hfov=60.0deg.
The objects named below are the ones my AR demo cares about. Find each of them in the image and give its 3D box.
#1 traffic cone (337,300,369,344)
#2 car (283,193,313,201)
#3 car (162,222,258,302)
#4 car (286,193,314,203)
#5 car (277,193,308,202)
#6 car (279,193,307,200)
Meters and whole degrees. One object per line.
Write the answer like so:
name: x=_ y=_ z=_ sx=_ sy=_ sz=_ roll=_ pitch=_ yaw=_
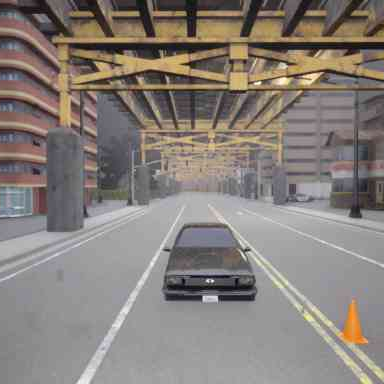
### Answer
traffic cone: x=2.455 y=1.949 z=5.076 sx=0.340 sy=0.580 sz=0.340 roll=0 pitch=0 yaw=0
car: x=17.529 y=0.849 z=54.808 sx=4.536 sy=1.218 sz=1.853 roll=0 pitch=1 yaw=-20
car: x=0.364 y=1.534 z=8.684 sx=2.033 sy=1.411 sz=5.357 roll=0 pitch=0 yaw=1
car: x=17.480 y=1.007 z=54.792 sx=4.974 sy=1.542 sz=2.038 roll=0 pitch=1 yaw=-20
car: x=17.829 y=0.960 z=58.949 sx=4.974 sy=1.542 sz=2.038 roll=0 pitch=1 yaw=25
car: x=17.876 y=0.802 z=58.925 sx=4.536 sy=1.218 sz=1.853 roll=0 pitch=1 yaw=25
